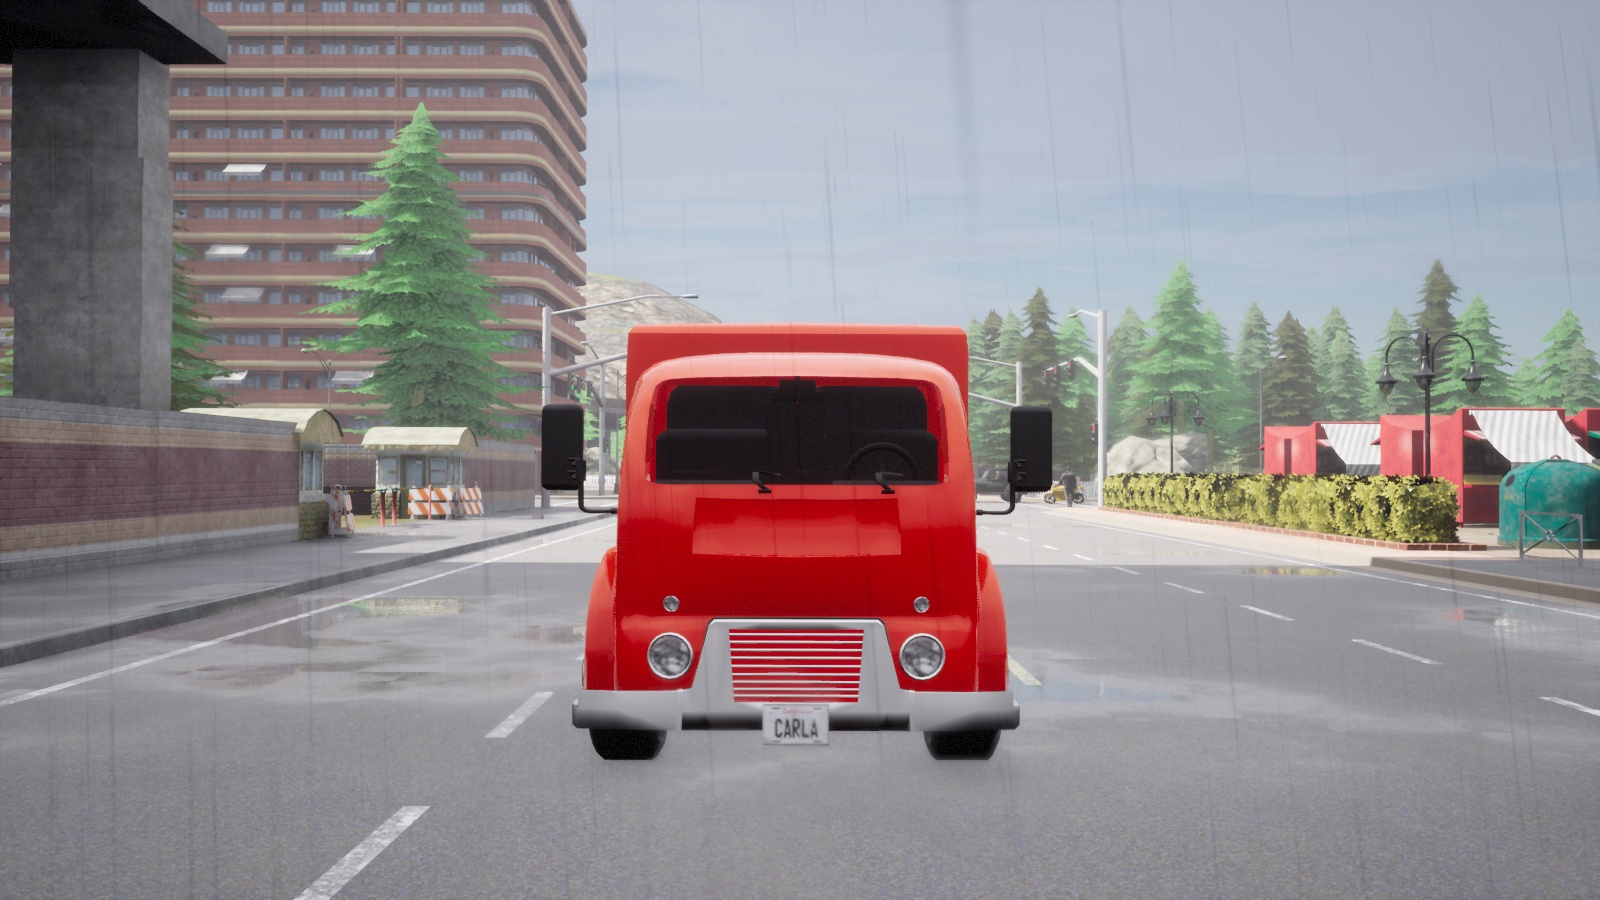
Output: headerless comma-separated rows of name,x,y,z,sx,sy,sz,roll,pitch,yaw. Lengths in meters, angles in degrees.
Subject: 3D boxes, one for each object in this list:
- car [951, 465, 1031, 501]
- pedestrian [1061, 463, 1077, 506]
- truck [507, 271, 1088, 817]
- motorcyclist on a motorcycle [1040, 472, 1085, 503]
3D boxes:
car,9.919,1.715,65.427,3.866,1.878,1.905,0,-1,0
pedestrian,11.750,1.510,54.834,0.563,1.883,0.849,0,-1,5
truck,-0.022,0.467,8.307,2.627,2.467,5.204,0,-1,0
motorcyclist on a motorcycle,12.950,1.837,61.908,2.044,1.523,0.797,0,-1,0
